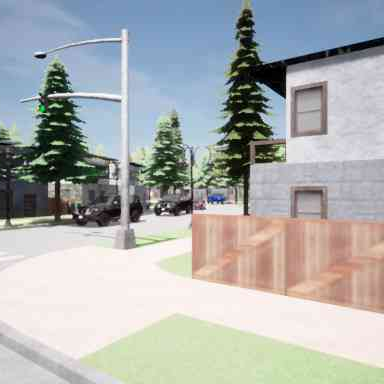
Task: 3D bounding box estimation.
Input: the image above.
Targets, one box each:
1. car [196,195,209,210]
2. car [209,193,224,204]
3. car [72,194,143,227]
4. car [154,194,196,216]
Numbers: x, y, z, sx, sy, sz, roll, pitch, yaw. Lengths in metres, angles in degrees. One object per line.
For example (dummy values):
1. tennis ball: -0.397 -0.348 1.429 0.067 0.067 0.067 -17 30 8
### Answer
1. car: 0.510 1.328 42.070 2.097 1.767 4.553 0 0 9
2. car: 4.266 1.196 60.854 2.150 2.045 5.566 0 0 -9
3. car: -5.640 1.199 23.094 2.150 2.045 5.566 0 0 27
4. car: -1.747 1.198 32.471 2.150 2.045 5.566 0 0 18
